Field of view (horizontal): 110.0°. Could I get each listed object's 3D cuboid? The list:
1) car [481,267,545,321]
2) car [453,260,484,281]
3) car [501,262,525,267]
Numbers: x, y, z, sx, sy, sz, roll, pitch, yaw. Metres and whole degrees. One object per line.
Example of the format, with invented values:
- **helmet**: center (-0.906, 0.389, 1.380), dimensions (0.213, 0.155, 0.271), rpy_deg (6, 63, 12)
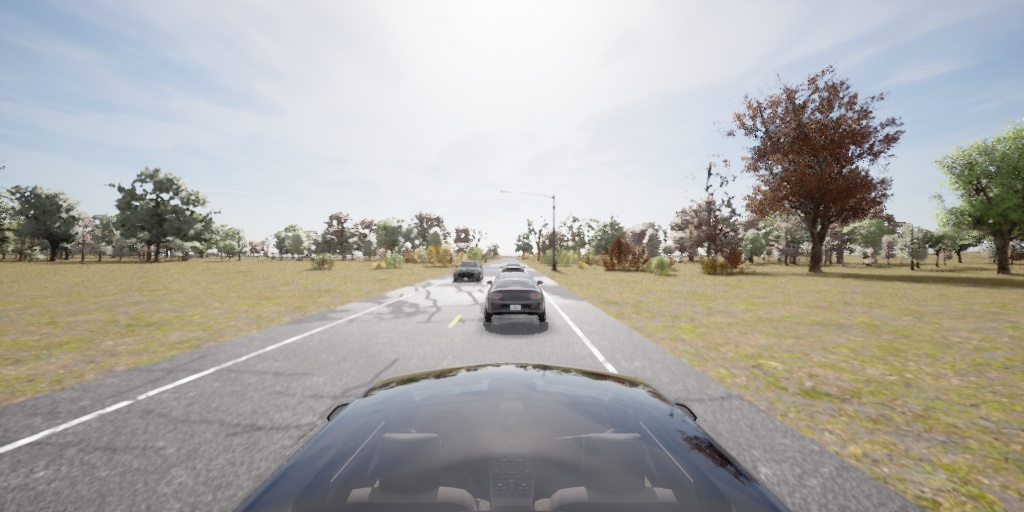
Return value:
- **car**: center (0.100, 1.277, 12.345), dimensions (1.812, 1.442, 4.674), rpy_deg (0, 0, 0)
- **car**: center (-3.499, 1.159, 29.443), dimensions (2.097, 1.767, 4.553), rpy_deg (0, 0, 0)
- **car**: center (0.101, 1.259, 30.168), dimensions (1.837, 1.490, 4.892), rpy_deg (0, 0, 0)
